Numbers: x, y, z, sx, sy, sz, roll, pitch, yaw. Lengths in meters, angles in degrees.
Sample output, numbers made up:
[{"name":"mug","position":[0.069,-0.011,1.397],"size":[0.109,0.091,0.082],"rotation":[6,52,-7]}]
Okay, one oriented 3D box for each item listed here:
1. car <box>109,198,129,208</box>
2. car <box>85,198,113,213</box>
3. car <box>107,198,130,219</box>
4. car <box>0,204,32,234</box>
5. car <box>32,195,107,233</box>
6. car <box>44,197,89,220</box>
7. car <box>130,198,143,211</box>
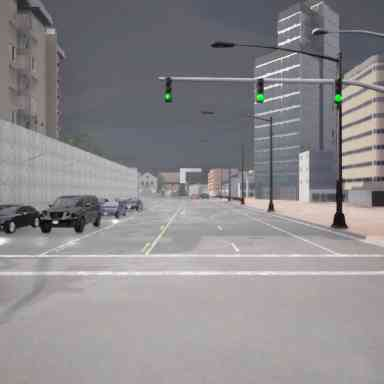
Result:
[{"name":"car","position":[-10.576,1.600,48.377],"size":[1.895,1.301,4.718],"rotation":[0,0,0]},{"name":"car","position":[-10.609,1.504,38.317],"size":[1.837,1.490,4.892],"rotation":[0,0,0]},{"name":"car","position":[-7.111,1.525,29.704],"size":[1.812,1.442,4.674],"rotation":[0,0,0]},{"name":"car","position":[-10.608,1.504,19.432],"size":[1.837,1.490,4.892],"rotation":[0,0,0]},{"name":"car","position":[-7.105,1.221,20.063],"size":[2.150,2.045,5.566],"rotation":[0,0,0]},{"name":"car","position":[-10.611,1.351,28.499],"size":[2.097,1.767,4.553],"rotation":[0,0,0]},{"name":"car","position":[-7.107,1.491,40.046],"size":[2.128,1.511,4.902],"rotation":[0,0,0]}]
